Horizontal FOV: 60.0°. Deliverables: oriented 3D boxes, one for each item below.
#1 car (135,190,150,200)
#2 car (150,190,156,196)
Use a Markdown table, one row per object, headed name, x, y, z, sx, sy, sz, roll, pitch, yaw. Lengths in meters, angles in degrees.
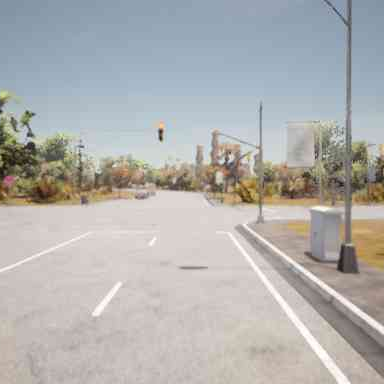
| name | x | y | z | sx | sy | sz | roll | pitch | yaw |
| --- | --- | --- | --- | --- | --- | --- | --- | --- | --- |
| car | -10.012 | 0.683 | 65.328 | 1.882 | 1.535 | 5.008 | 0 | 1 | 1 |
| car | -9.923 | 0.257 | 81.649 | 2.033 | 1.411 | 5.357 | 0 | 2 | 0 |
